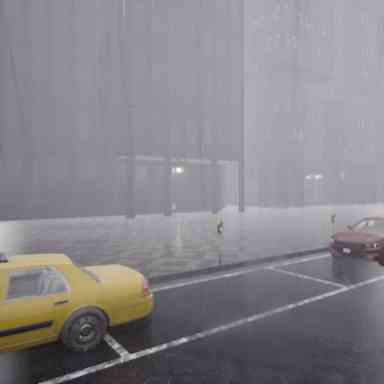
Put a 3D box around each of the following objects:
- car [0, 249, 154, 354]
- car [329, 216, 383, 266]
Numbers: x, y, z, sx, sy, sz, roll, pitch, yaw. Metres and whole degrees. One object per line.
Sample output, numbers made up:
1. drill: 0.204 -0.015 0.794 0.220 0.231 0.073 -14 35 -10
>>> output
1. car: -2.909 1.525 4.574 4.829 1.417 1.752 0 0 -36
2. car: 6.467 1.505 11.277 4.507 1.381 1.887 0 0 -36
